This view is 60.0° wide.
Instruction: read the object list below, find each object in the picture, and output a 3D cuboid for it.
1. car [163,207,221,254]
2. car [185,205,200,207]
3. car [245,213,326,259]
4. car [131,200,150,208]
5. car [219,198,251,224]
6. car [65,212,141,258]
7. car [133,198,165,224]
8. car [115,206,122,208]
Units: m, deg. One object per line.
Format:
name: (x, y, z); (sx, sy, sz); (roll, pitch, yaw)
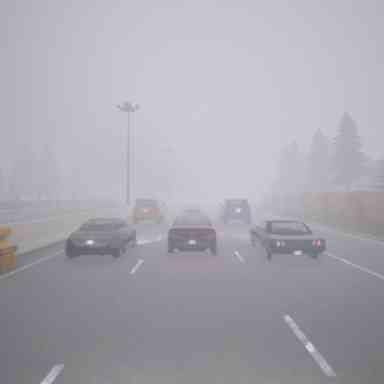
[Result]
car: (0.023, 1.636, 14.216); (1.882, 1.535, 5.008); (0, 0, 0)
car: (0.033, 1.847, 28.874); (1.812, 1.442, 4.674); (0, 0, 1)
car: (3.515, 1.749, 13.225); (1.895, 1.301, 4.718); (0, -1, 0)
car: (-9.391, 2.175, 61.417); (2.128, 1.511, 4.902); (0, -1, 9)
car: (3.517, 1.531, 27.541); (2.150, 2.045, 5.566); (0, 0, 0)
car: (-3.481, 1.715, 13.394); (1.994, 1.385, 4.181); (0, -1, 0)
car: (-3.483, 1.531, 27.550); (2.150, 2.045, 5.566); (0, 0, 0)
car: (-12.825, 2.216, 62.219); (1.812, 1.442, 4.674); (0, -1, 8)
